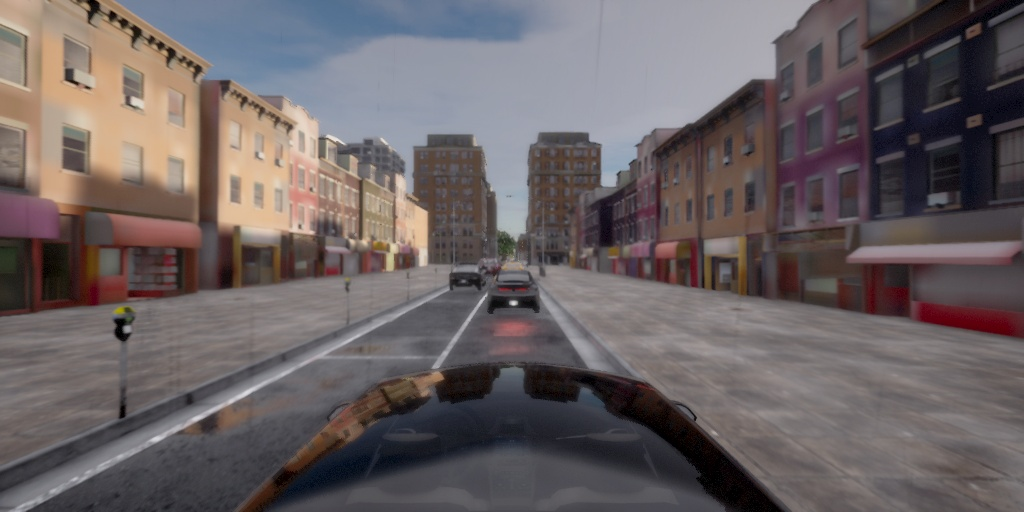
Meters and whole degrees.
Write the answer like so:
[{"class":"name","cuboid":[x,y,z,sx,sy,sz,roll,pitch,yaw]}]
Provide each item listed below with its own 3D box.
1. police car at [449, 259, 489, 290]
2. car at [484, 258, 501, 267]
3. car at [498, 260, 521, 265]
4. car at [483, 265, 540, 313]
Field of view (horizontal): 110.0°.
[{"class":"police car","cuboid":[-2.754,1.233,22.975,1.930,1.638,5.238,0,0,0]},{"class":"car","cuboid":[-2.644,1.178,37.773,2.192,1.841,5.009,0,0,0]},{"class":"car","cuboid":[0.071,1.312,30.694,1.882,1.535,5.008,0,0,0]},{"class":"car","cuboid":[0.069,1.287,14.216,1.837,1.490,4.892,0,0,0]}]
